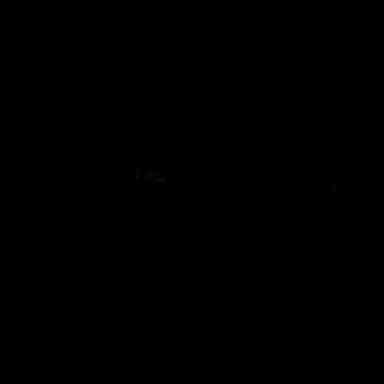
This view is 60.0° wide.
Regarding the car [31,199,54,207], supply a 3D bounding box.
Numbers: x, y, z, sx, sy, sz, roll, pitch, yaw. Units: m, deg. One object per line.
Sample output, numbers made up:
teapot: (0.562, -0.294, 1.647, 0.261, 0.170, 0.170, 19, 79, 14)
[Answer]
car: (-28.660, 2.113, 63.802, 1.994, 1.385, 4.181, 0, -1, 35)
